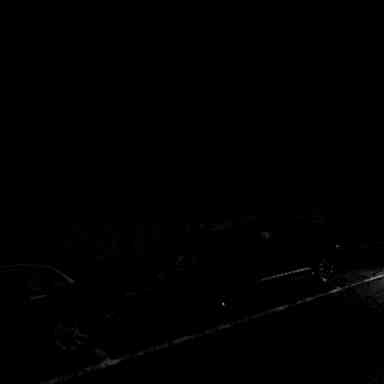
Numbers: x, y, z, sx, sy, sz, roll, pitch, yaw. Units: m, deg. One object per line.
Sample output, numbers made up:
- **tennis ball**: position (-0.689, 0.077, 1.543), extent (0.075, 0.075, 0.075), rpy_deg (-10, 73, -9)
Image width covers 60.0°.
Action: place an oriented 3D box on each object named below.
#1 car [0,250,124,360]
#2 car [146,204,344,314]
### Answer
- **car**: position (-3.107, 1.551, 4.433), extent (4.403, 1.369, 2.008), rpy_deg (-1, 1, -35)
- **car**: position (1.466, 1.254, 7.675), extent (5.009, 1.841, 2.192), rpy_deg (-1, 1, -35)
